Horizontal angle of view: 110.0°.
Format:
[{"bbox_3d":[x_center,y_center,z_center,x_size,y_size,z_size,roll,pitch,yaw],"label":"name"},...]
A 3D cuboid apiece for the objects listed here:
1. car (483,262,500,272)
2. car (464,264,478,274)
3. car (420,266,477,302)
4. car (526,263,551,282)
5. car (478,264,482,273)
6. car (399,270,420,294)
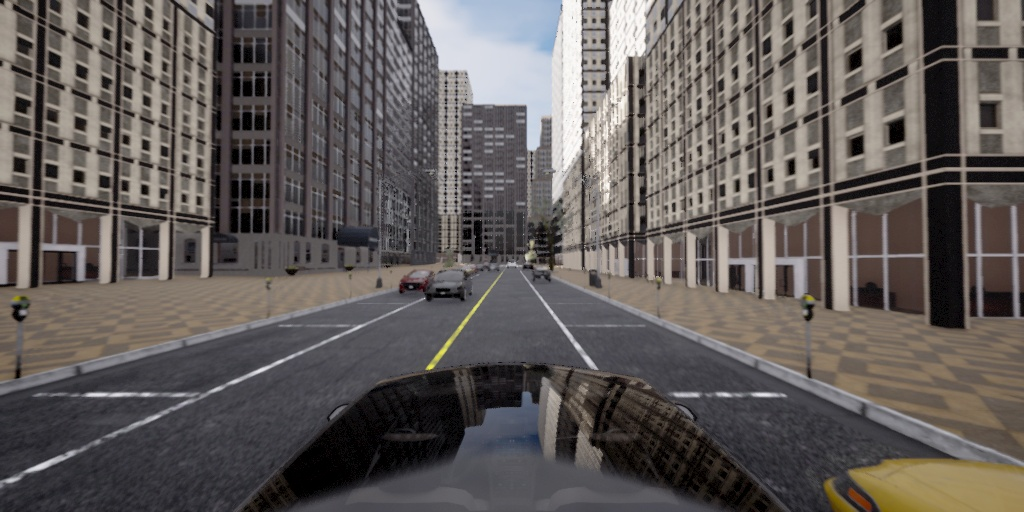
[{"bbox_3d":[-3.046,1.865,59.211,2.128,1.511,4.902,0,-1,1],"label":"car"},{"bbox_3d":[-5.691,1.746,44.838,1.751,1.417,4.829,0,0,0],"label":"car"},{"bbox_3d":[-3.101,1.439,18.468,1.837,1.490,4.892,0,-1,0],"label":"car"},{"bbox_3d":[2.690,1.650,33.734,2.007,1.370,4.403,0,0,0],"label":"car"},{"bbox_3d":[-5.691,1.826,50.650,1.888,1.381,4.507,0,0,0],"label":"car"},{"bbox_3d":[-5.690,1.522,22.437,1.888,1.381,4.507,0,0,0],"label":"car"}]
